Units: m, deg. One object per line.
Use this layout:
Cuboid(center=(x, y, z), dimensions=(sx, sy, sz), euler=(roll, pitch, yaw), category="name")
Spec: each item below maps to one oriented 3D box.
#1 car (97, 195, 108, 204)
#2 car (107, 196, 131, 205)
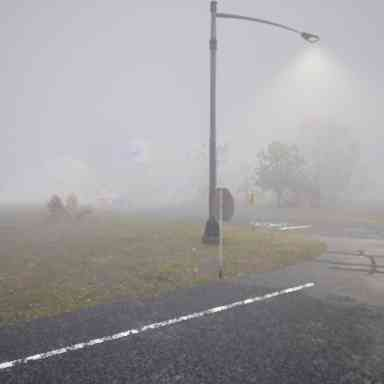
Cuboid(center=(-15.948, 1.346, 61.077), dimensions=(1.882, 1.535, 5.008), euler=(0, 0, -34), category="car")
Cuboid(center=(-11.622, 1.374, 54.638), dimensions=(2.128, 1.511, 4.902), euler=(0, 0, -33), category="car")
